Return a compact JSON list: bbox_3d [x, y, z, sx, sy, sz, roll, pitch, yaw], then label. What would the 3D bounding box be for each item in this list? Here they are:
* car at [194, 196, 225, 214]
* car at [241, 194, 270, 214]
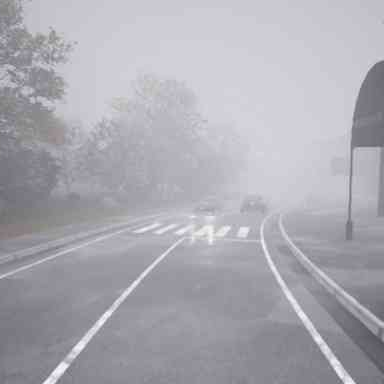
[{"bbox_3d":[1.618,1.114,29.767,1.837,1.490,4.892,2,1,19],"label":"car"},{"bbox_3d":[5.844,0.990,30.401,2.097,1.767,4.553,2,2,19],"label":"car"}]
